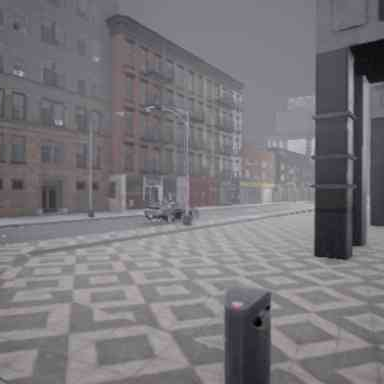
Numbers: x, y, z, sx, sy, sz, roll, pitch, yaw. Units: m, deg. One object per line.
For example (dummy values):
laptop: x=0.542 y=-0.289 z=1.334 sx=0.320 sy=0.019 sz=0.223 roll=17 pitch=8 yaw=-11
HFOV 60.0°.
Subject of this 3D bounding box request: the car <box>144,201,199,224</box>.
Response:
car: x=-1.384 y=1.423 z=24.386 sx=2.128 sy=1.511 sz=4.902 roll=1 pitch=0 yaw=35
